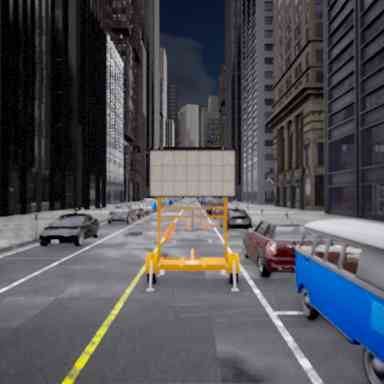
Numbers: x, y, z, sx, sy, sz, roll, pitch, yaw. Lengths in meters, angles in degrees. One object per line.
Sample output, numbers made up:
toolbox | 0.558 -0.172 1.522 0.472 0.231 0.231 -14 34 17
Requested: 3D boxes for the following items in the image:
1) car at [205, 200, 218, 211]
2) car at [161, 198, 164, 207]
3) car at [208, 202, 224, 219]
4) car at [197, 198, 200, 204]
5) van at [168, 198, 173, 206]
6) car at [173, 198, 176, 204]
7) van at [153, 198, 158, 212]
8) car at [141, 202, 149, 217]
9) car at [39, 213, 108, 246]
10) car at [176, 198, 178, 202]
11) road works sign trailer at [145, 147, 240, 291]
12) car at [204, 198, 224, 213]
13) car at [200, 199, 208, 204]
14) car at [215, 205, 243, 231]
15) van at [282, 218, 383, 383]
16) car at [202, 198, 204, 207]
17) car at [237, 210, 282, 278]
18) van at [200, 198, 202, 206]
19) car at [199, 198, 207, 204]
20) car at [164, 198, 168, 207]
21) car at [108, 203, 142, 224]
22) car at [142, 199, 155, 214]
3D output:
car | 2.844 2.015 49.945 1.752 1.417 4.829 0 -1 0
car | -5.681 1.934 49.777 1.967 1.590 4.097 0 -1 0
car | 2.817 1.900 32.948 1.802 1.307 4.206 0 -1 0
car | 2.879 2.032 72.212 2.192 1.841 5.009 0 -1 0
van | -5.646 2.064 72.215 1.690 1.788 3.998 0 -1 0
car | -5.637 2.096 77.824 2.192 1.841 5.009 0 -1 0
van | -5.690 1.778 44.169 1.690 1.788 3.998 0 -1 0
car | -5.708 1.906 32.948 1.802 1.307 4.206 0 -1 0
car | -5.734 1.724 16.121 1.947 1.339 4.313 0 -1 0
car | -5.619 2.447 89.040 2.008 1.369 4.403 0 -1 0
road works sign trailer | 0.016 0.553 9.252 2.380 3.560 2.880 0 -1 0
car | 2.826 1.690 38.559 2.192 1.841 5.009 0 -1 0
car | 2.897 2.377 83.428 1.887 1.381 4.507 0 -1 0
car | 2.800 1.773 21.730 1.947 1.339 4.313 0 -1 0
van | 2.774 1.387 4.906 1.690 1.788 3.998 0 -1 0
car | 2.835 1.746 44.168 2.192 1.841 5.009 0 -1 0
car | 2.782 1.539 10.514 1.967 1.590 4.097 0 -1 0
van | 2.861 1.943 60.994 1.690 1.788 3.998 0 -1 0
car | 2.906 2.331 89.037 1.967 1.590 4.097 0 -1 0
car | -5.672 1.866 55.387 2.192 1.841 5.009 0 -1 0
car | -5.716 1.819 27.339 2.008 1.369 4.403 0 -1 0
car | -5.699 1.904 38.388 1.752 1.417 4.829 0 -1 0
